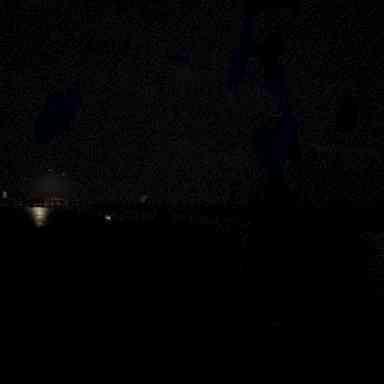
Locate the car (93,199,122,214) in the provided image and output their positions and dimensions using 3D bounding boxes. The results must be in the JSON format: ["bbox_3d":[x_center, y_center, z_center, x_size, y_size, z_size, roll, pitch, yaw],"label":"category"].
[{"bbox_3d":[-9.585,1.602,37.610,1.882,1.535,5.008,-1,0,-35],"label":"car"}]
